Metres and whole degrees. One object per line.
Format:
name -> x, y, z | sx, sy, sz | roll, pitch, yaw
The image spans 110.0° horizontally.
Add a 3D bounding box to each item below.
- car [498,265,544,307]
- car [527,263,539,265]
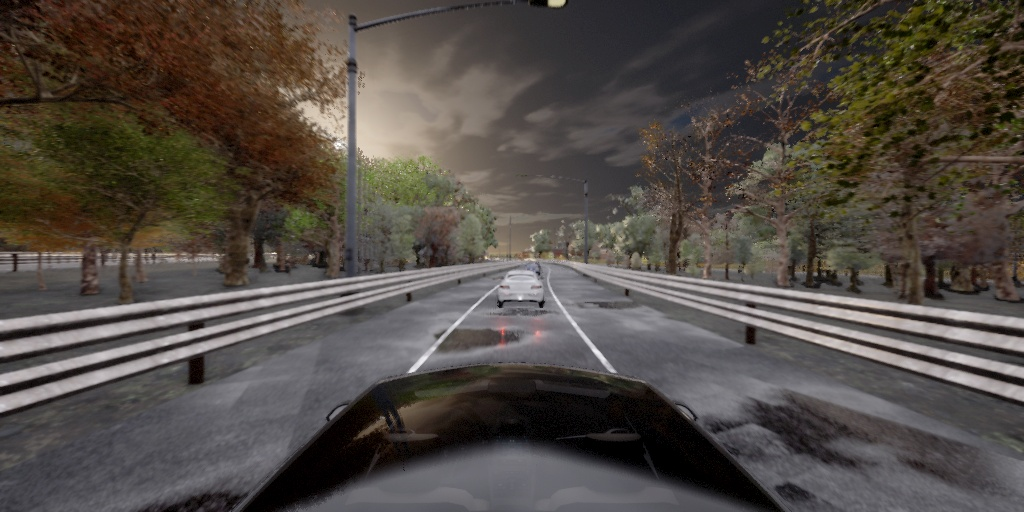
car -> 0.421, 1.322, 15.663 | 1.812, 1.442, 4.674 | 0, 0, 3
car -> 2.395, 1.454, 40.744 | 2.033, 1.411, 5.357 | 0, 0, 7
